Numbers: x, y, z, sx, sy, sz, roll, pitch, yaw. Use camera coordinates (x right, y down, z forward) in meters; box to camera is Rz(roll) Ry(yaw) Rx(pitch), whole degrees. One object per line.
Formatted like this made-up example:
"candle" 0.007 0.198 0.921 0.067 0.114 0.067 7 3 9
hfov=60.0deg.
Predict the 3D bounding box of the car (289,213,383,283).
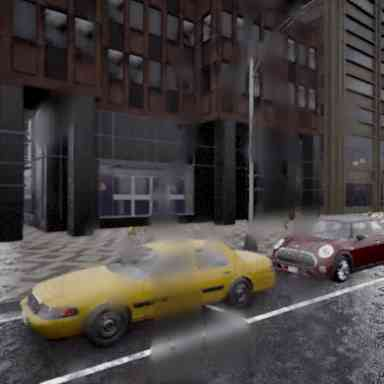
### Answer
"car" 4.199 1.455 9.647 4.097 1.590 1.967 0 0 -36

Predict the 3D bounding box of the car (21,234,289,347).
"car" -0.497 1.531 6.292 4.829 1.417 1.752 0 0 -36
